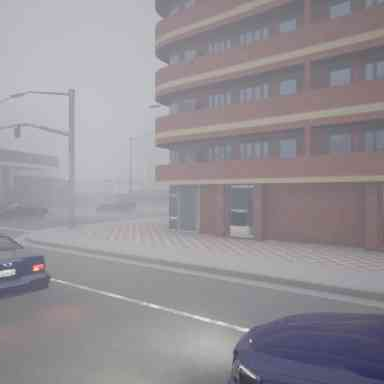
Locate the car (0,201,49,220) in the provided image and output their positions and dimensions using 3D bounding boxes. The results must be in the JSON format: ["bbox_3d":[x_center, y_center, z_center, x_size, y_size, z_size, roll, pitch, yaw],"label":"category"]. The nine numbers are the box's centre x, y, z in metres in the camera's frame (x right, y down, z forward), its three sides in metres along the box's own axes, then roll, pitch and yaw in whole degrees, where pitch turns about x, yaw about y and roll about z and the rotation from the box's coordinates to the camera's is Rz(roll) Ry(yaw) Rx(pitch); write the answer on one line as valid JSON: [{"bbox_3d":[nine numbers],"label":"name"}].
[{"bbox_3d":[-14.478,1.526,28.007,1.812,1.442,4.674,0,0,34],"label":"car"}]

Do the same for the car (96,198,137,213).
[{"bbox_3d":[-8.347,1.477,37.041,1.882,1.535,5.008,0,0,34],"label":"car"}]

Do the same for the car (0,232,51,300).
[{"bbox_3d":[-5.380,1.547,7.717,5.357,1.411,2.033,0,0,38],"label":"car"}]

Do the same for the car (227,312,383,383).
[{"bbox_3d":[2.476,1.526,2.225,4.674,1.442,1.812,0,0,35],"label":"car"}]
